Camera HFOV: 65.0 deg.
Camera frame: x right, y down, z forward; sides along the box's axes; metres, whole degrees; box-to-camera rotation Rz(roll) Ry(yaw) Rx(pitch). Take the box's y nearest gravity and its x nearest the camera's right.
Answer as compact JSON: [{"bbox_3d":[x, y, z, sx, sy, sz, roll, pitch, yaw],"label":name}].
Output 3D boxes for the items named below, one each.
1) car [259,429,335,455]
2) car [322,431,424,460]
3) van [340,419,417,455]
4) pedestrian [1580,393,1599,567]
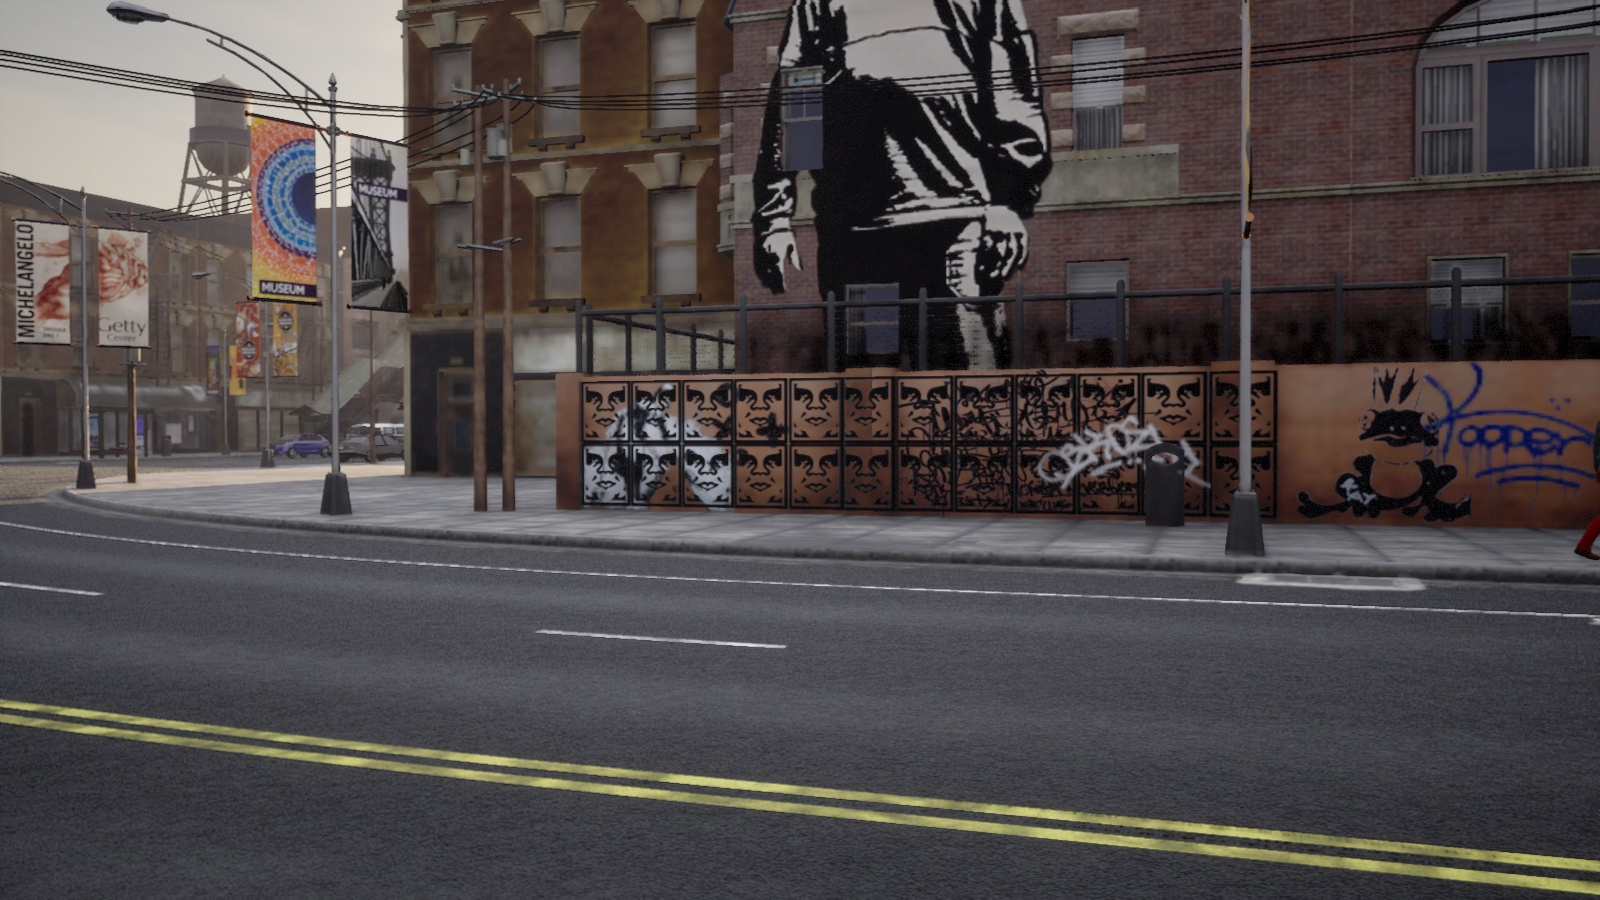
[{"bbox_3d":[-29.336,-0.496,73.304,1.816,1.474,4.193,1,1,19],"label":"car"},{"bbox_3d":[-21.506,-0.267,63.486,2.033,1.411,5.357,1,1,19],"label":"car"},{"bbox_3d":[-25.080,-0.791,74.945,2.069,2.038,4.480,1,1,19],"label":"van"},{"bbox_3d":[8.763,0.316,13.429,0.614,1.847,0.353,1,1,13],"label":"pedestrian"}]
